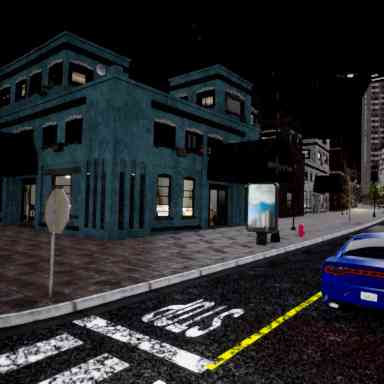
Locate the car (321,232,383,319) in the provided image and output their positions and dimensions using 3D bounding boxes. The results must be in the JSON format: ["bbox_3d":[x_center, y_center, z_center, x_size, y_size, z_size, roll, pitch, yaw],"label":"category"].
[{"bbox_3d":[4.480,1.647,7.443,1.882,1.535,5.008,0,-2,39],"label":"car"}]
